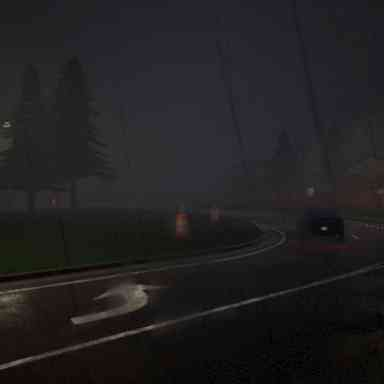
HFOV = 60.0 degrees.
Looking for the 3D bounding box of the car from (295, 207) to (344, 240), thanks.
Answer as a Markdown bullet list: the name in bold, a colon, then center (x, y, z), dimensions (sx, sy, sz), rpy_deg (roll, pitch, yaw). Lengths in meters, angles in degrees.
- **car**: center (6.604, 1.514, 17.501), dimensions (1.882, 1.535, 5.008), rpy_deg (1, 0, 14)
